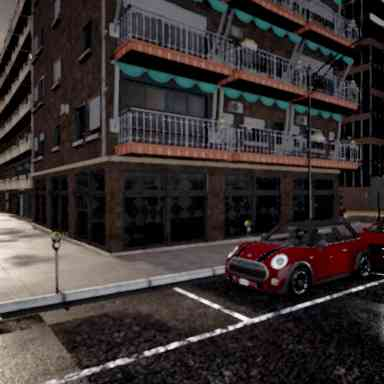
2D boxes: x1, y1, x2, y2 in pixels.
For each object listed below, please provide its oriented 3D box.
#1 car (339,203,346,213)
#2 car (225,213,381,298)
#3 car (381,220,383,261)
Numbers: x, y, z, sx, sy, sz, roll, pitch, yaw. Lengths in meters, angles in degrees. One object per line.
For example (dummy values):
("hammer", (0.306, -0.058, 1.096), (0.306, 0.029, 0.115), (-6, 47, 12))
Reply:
("car", (16.502, 2.012, 40.669), (1.967, 1.590, 4.097), (-1, 0, -36))
("car", (2.781, 1.490, 8.561), (4.097, 1.590, 1.967), (0, -1, -36))
("car", (7.275, 1.634, 11.771), (4.507, 1.381, 1.887), (0, -1, -36))
